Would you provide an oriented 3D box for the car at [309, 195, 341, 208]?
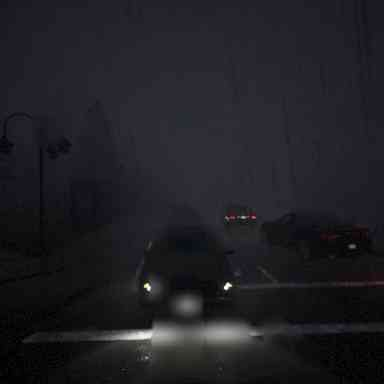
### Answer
[{"bbox_3d":[16.169,1.188,41.398,2.007,1.523,4.514,0,0,-3],"label":"car"}]

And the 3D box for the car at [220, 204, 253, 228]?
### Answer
[{"bbox_3d":[2.903,1.506,21.608,2.033,1.411,5.357,0,0,-1],"label":"car"}]

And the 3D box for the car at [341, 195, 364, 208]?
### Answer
[{"bbox_3d":[19.300,1.160,41.598,2.152,1.636,5.027,0,0,-3],"label":"car"}]

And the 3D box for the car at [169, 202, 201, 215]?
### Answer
[{"bbox_3d":[-0.352,1.530,18.517,2.033,1.411,5.357,0,0,-3],"label":"car"}]

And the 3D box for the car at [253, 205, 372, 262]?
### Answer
[{"bbox_3d":[4.215,1.442,12.208,1.882,1.535,5.008,-1,0,-12],"label":"car"}]

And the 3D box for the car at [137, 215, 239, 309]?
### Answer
[{"bbox_3d":[-0.094,1.544,8.313,2.033,1.411,5.357,0,0,-1],"label":"car"}]
